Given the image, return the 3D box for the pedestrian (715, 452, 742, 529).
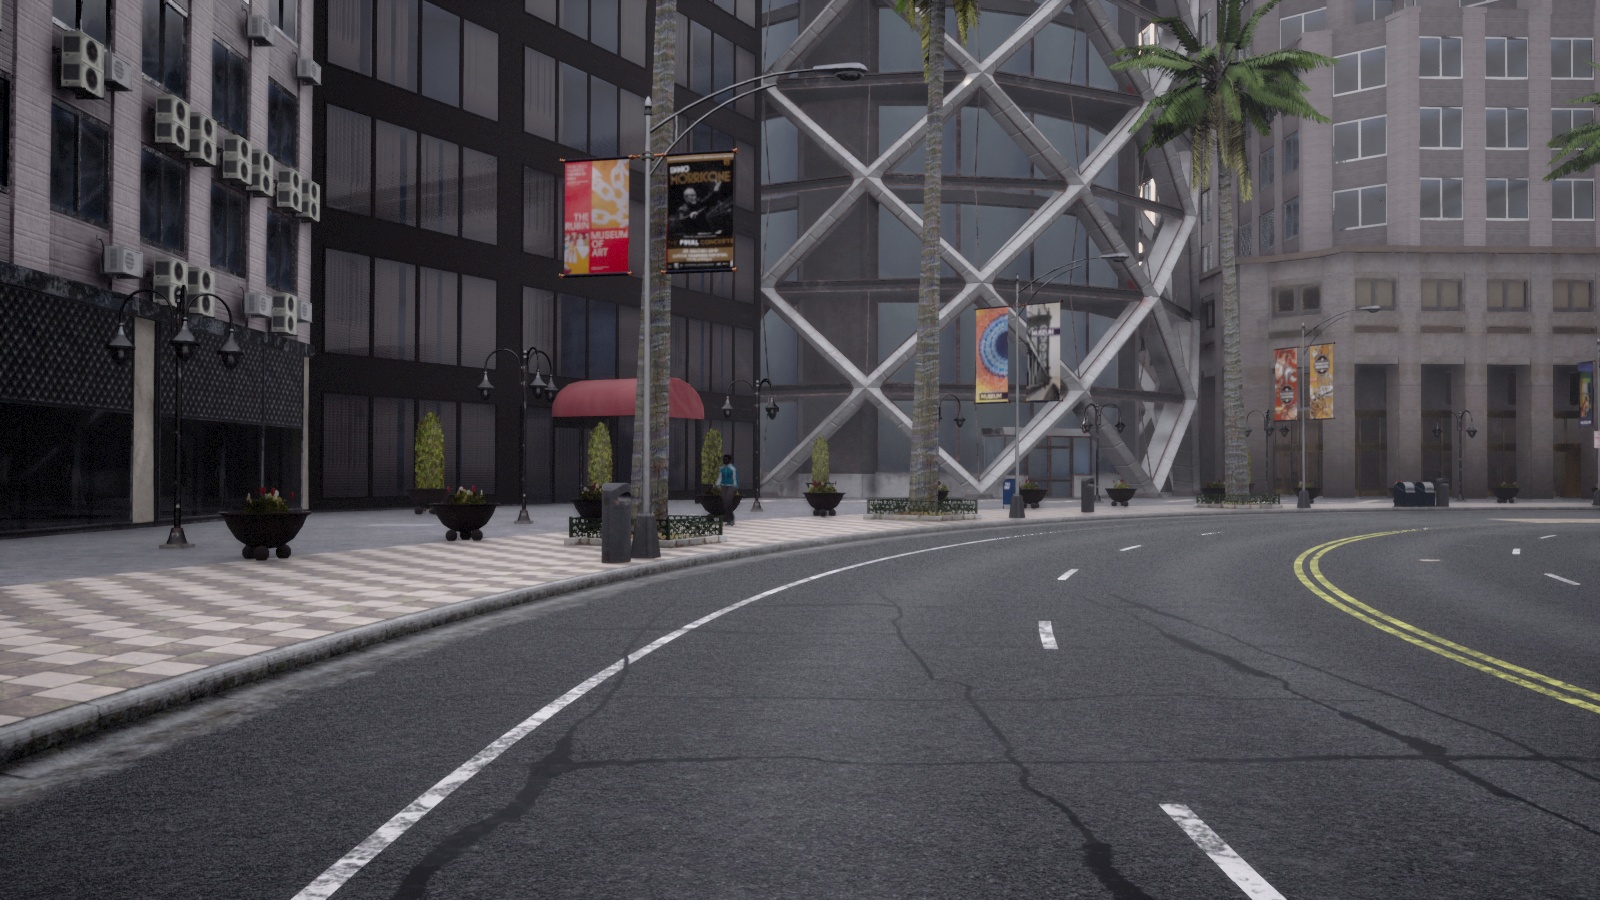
[{"bbox_3d":[-1.798,1.009,31.680,0.396,1.930,0.692,-1,-1,24],"label":"pedestrian"}]
